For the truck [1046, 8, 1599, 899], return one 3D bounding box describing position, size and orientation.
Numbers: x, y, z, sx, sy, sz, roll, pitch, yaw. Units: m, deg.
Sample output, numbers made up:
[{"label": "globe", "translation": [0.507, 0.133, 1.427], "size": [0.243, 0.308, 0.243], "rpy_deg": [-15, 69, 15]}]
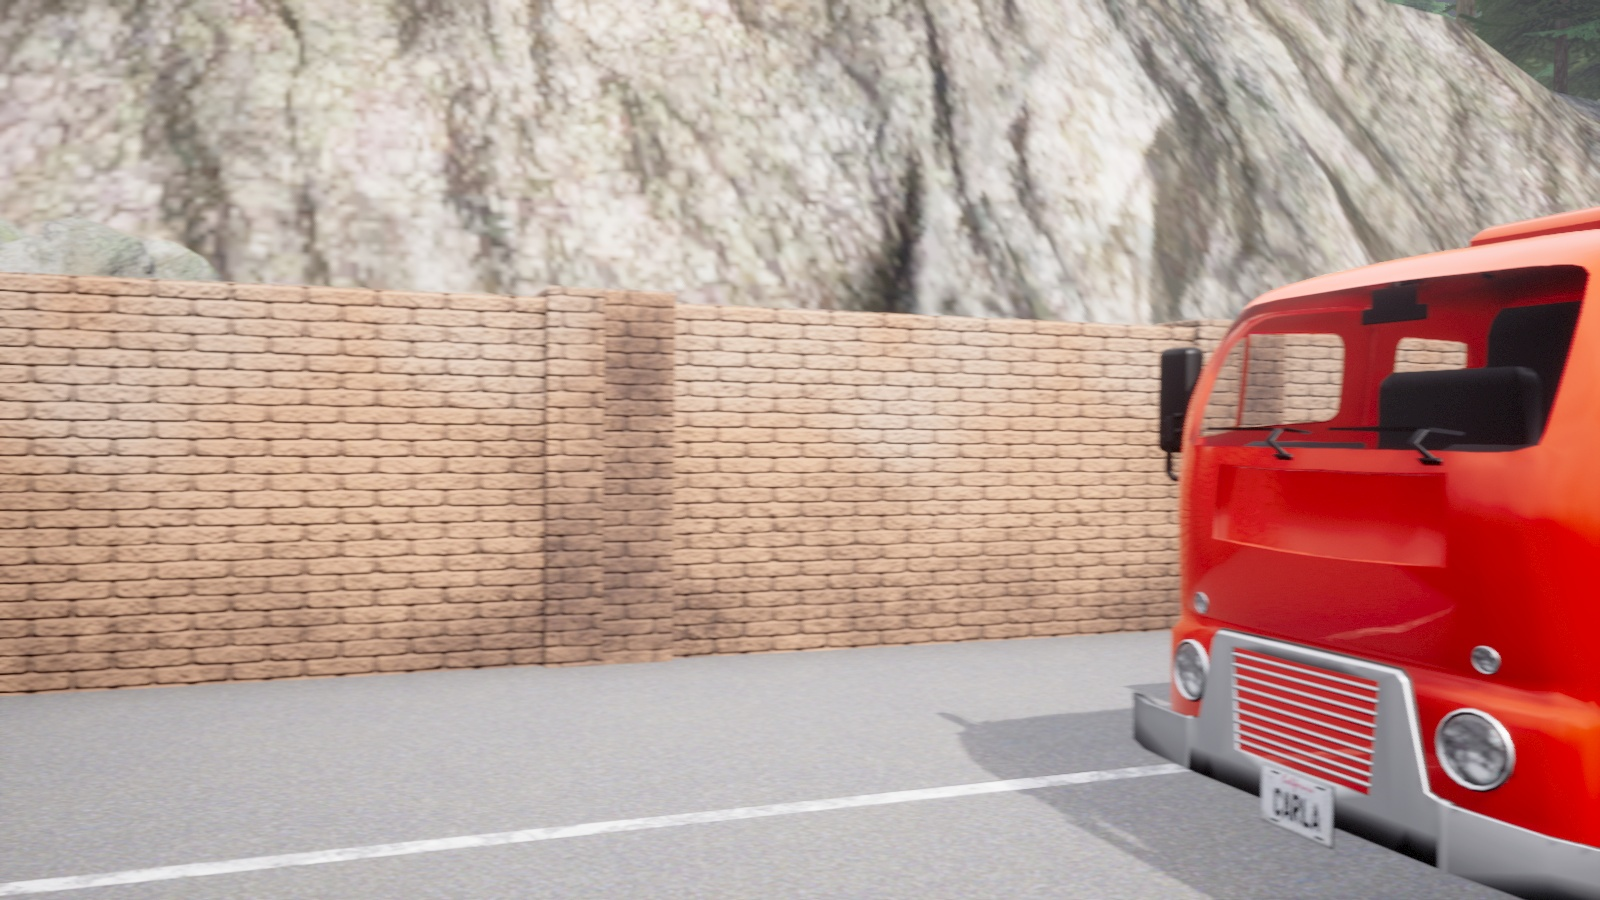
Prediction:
[{"label": "truck", "translation": [3.889, 0.196, 4.715], "size": [5.204, 2.467, 2.627], "rpy_deg": [-1, 1, -21]}]
